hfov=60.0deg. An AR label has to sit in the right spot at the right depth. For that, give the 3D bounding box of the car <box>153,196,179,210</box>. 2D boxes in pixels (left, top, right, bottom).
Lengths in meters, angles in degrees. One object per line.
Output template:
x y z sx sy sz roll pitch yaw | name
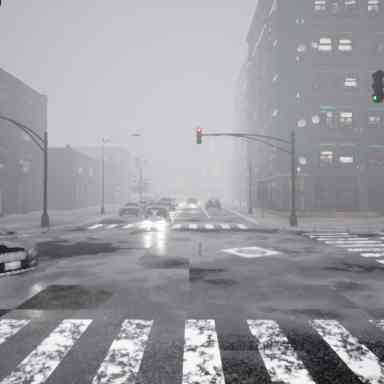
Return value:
-3.082 1.363 40.040 2.097 1.767 4.553 0 0 0 | car

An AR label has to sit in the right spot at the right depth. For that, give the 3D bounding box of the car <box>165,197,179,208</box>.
-3.071 1.539 50.804 1.812 1.442 4.674 0 0 0 | car

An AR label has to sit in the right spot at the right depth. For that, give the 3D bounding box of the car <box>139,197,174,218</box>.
-3.087 1.500 29.946 2.128 1.511 4.902 0 0 0 | car

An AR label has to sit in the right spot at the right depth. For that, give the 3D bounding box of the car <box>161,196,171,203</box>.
-5.653 1.603 71.600 1.802 1.307 4.206 1 0 0 | car

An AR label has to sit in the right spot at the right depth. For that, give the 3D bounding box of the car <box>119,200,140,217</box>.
-5.742 1.553 31.798 1.887 1.381 4.507 1 0 0 | car

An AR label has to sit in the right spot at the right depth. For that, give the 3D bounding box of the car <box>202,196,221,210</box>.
2.720 1.452 43.225 1.967 1.590 4.097 1 0 0 | car

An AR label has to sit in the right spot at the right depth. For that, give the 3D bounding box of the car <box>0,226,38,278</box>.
-6.299 1.497 9.239 4.902 1.511 2.128 0 -1 33 | car

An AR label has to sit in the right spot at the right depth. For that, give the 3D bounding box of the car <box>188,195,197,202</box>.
0.023 1.377 69.892 1.812 1.442 4.674 0 0 0 | car

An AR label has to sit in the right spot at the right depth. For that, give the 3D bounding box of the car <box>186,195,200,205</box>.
0.020 1.494 59.466 1.882 1.535 5.008 0 0 0 | car
